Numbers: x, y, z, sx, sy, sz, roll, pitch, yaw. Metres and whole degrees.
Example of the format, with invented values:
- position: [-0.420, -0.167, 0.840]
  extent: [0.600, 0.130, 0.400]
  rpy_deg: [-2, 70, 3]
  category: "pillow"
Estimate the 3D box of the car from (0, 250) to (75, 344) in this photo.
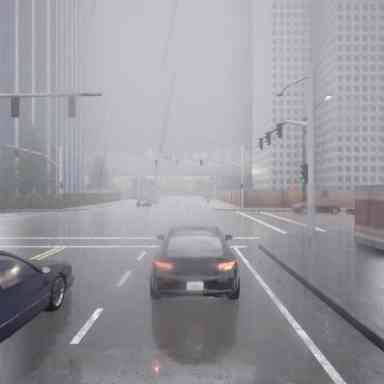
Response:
- position: [-3.446, 1.547, 4.690]
  extent: [2.033, 1.411, 5.357]
  rpy_deg: [0, 0, 0]
  category: "car"

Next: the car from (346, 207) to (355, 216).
- position: [16.852, 1.547, 29.974]
  extent: [5.357, 1.411, 2.033]
  rpy_deg: [0, 0, 0]
  category: "car"

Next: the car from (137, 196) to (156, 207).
- position: [-7.147, 1.491, 50.240]
  extent: [2.128, 1.511, 4.902]
  rpy_deg: [0, 0, 0]
  category: "car"

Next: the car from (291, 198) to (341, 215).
- position: [12.378, 1.352, 33.492]
  extent: [4.553, 1.767, 2.097]
  rpy_deg: [0, 0, 0]
  category: "car"

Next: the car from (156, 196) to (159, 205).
- position: [-7.132, 1.491, 60.301]
  extent: [2.128, 1.511, 4.902]
  rpy_deg: [0, 0, 0]
  category: "car"

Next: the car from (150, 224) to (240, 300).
- position: [0.069, 1.526, 8.286]
  extent: [1.812, 1.442, 4.674]
  rpy_deg: [0, 0, 0]
  category: "car"
